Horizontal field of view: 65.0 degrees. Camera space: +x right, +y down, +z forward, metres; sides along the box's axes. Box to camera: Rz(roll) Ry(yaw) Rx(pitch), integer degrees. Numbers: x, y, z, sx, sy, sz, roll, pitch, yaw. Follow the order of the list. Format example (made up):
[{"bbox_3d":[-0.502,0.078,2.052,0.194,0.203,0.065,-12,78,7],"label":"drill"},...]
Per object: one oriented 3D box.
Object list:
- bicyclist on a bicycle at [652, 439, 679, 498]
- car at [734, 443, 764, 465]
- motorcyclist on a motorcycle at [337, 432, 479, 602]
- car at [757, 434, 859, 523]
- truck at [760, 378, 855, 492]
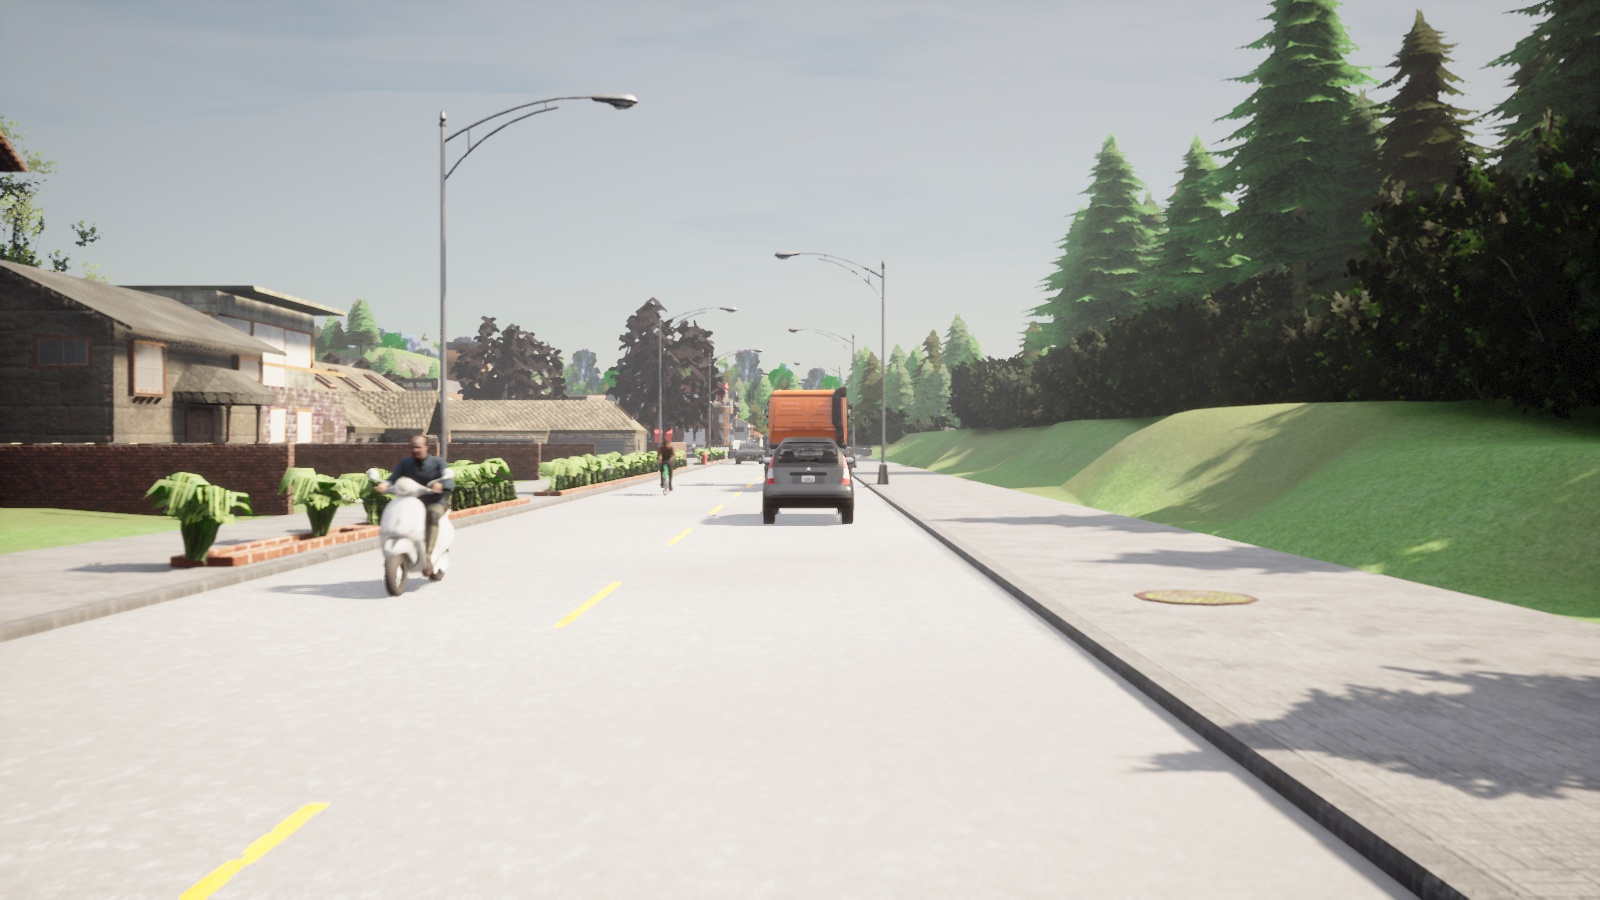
[{"bbox_3d":[-3.779,0.497,35.302,0.582,1.620,1.656,0,1,0],"label":"bicyclist on a bicycle"},{"bbox_3d":[-3.495,0.258,86.974,1.837,1.490,4.892,0,0,0],"label":"car"},{"bbox_3d":[-3.911,0.625,12.695,0.866,1.590,1.817,0,0,0],"label":"motorcyclist on a motorcycle"},{"bbox_3d":[0.161,0.505,24.928,1.851,1.617,3.988,0,0,0],"label":"car"},{"bbox_3d":[0.263,-0.474,42.309,2.891,3.462,7.936,0,0,0],"label":"truck"}]
